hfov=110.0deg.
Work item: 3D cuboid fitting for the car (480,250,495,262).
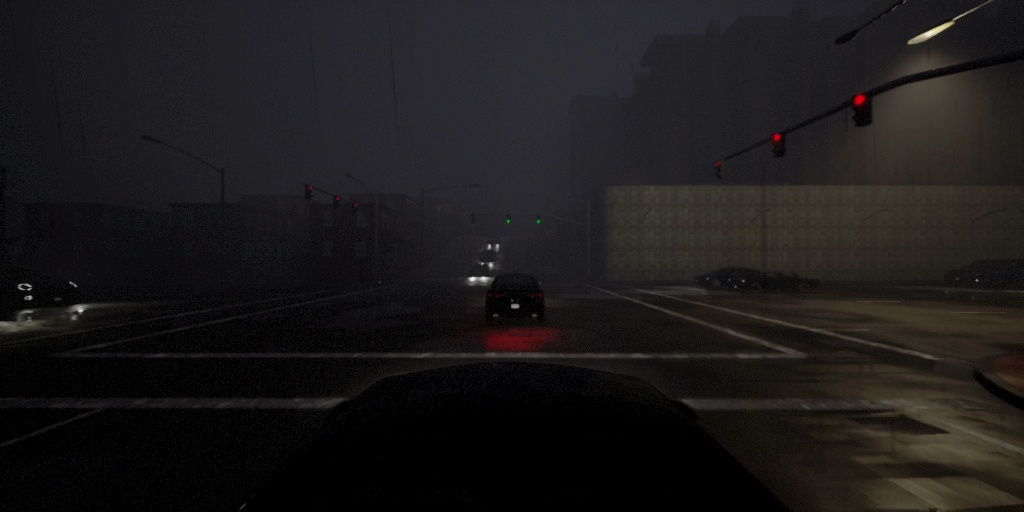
[{"bbox_3d":[-3.571,-0.180,53.149,2.033,1.411,5.357,0,10,0],"label":"car"}]

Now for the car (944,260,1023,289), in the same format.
[{"bbox_3d":[34.975,1.280,25.947,5.566,2.045,2.150,0,-1,0],"label":"car"}]

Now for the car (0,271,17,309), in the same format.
[{"bbox_3d":[-20.375,1.357,11.936,5.008,1.535,1.882,0,-1,0],"label":"car"}]

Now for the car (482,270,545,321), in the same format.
[{"bbox_3d":[0.099,1.373,13.140,1.882,1.535,5.008,0,-1,0],"label":"car"}]

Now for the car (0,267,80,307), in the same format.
[{"bbox_3d":[-21.751,1.276,15.436,4.553,1.767,2.097,0,-1,0],"label":"car"}]

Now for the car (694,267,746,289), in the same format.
[{"bbox_3d":[15.815,1.560,26.016,4.892,1.490,1.837,-1,-1,0],"label":"car"}]

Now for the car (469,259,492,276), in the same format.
[{"bbox_3d":[-3.596,1.429,39.734,1.994,1.385,4.181,0,4,-1],"label":"car"}]

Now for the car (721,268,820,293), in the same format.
[{"bbox_3d":[16.242,1.615,22.525,4.718,1.301,1.895,0,-1,1],"label":"car"}]
